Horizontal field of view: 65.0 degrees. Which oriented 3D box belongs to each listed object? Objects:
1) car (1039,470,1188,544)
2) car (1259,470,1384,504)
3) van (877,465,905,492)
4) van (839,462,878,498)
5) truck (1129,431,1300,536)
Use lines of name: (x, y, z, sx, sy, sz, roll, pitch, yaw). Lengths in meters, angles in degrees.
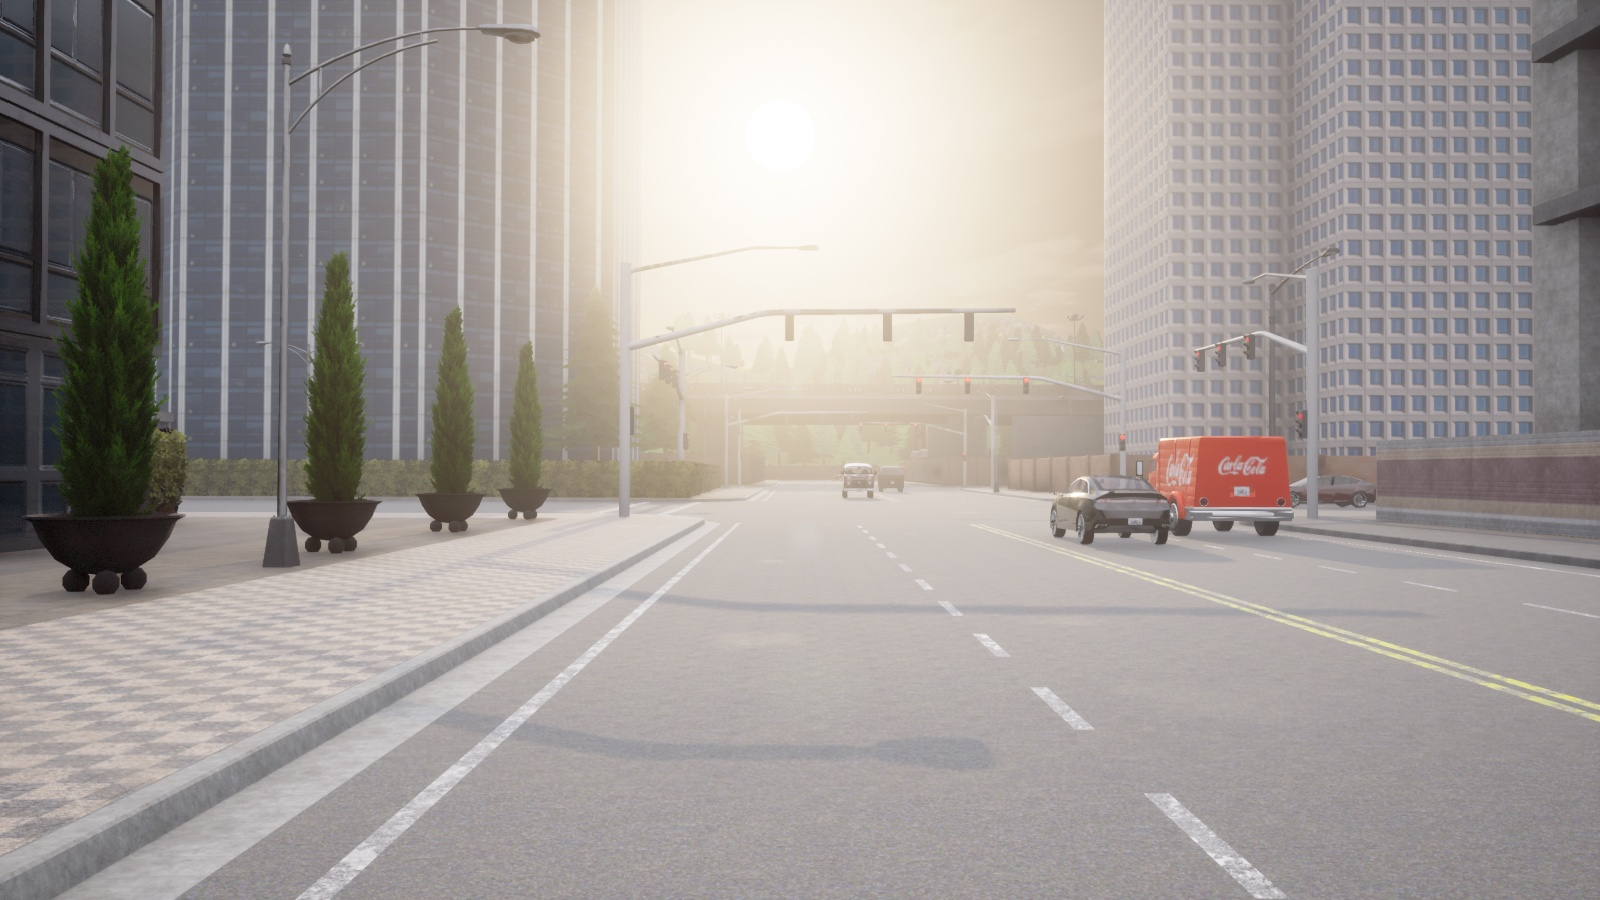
car: (6.955, 1.219, 28.436, 2.128, 1.511, 4.902, 0, -1, 0)
car: (23.678, 1.676, 57.119, 4.792, 1.488, 2.163, 0, -1, 0)
van: (6.849, 2.127, 94.728, 1.775, 1.987, 4.442, 0, -1, 0)
van: (3.382, 1.758, 73.672, 2.069, 2.038, 4.480, 0, -1, 0)
truck: (10.448, 0.825, 32.182, 2.627, 2.467, 5.204, 0, -1, 0)
